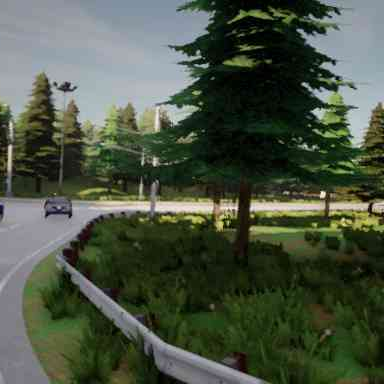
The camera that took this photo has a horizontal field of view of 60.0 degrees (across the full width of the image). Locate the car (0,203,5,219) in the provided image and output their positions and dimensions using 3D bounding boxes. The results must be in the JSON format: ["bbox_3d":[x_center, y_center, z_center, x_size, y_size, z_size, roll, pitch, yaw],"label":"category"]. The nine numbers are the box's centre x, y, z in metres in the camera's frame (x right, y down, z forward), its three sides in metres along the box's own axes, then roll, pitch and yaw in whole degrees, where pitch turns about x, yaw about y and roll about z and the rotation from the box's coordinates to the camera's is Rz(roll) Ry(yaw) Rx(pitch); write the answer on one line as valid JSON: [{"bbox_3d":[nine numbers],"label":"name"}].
[{"bbox_3d":[-11.161,1.016,16.562,1.882,1.535,5.008,3,1,-8],"label":"car"}]

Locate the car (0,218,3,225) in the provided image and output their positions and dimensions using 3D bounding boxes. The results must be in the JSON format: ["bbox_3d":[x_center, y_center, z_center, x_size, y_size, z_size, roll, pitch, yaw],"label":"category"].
[{"bbox_3d":[-5.844,1.550,7.756,1.994,1.385,4.181,3,0,-25],"label":"car"}]

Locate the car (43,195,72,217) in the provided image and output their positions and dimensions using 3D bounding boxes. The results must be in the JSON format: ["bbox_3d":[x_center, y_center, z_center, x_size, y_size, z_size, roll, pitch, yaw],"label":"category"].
[{"bbox_3d":[-9.963,0.943,24.657,2.033,1.411,5.357,2,3,-24],"label":"car"}]
